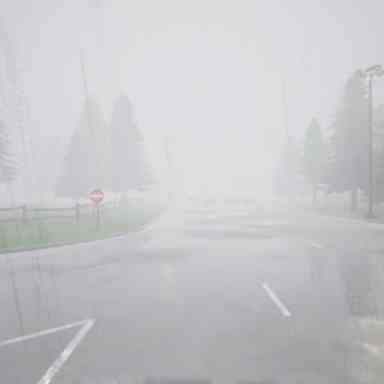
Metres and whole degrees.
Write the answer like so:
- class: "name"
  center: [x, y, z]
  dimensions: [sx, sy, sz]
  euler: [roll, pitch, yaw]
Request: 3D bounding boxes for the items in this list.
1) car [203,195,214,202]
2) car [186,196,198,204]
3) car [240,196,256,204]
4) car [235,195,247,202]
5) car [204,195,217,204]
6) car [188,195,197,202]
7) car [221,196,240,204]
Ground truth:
- class: "car"
  center: [3.520, 1.342, 71.537]
  dimensions: [2.128, 1.511, 4.902]
  euler: [0, 0, 0]
- class: "car"
  center: [0.017, 1.478, 61.118]
  dimensions: [2.128, 1.511, 4.902]
  euler: [0, 0, 0]
- class: "car"
  center: [10.517, 1.534, 61.116]
  dimensions: [2.033, 1.411, 5.357]
  euler: [0, 0, 0]
- class: "car"
  center: [10.520, 1.412, 71.565]
  dimensions: [1.895, 1.301, 4.718]
  euler: [0, 0, 0]
- class: "car"
  center: [3.517, 1.464, 61.117]
  dimensions: [1.882, 1.535, 5.008]
  euler: [0, 0, 0]
- class: "car"
  center: [0.020, 1.412, 71.568]
  dimensions: [1.895, 1.301, 4.718]
  euler: [0, 0, 0]
- class: "car"
  center: [7.017, 1.478, 61.116]
  dimensions: [2.128, 1.511, 4.902]
  euler: [0, 0, 0]
